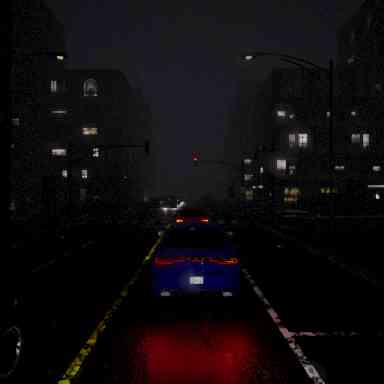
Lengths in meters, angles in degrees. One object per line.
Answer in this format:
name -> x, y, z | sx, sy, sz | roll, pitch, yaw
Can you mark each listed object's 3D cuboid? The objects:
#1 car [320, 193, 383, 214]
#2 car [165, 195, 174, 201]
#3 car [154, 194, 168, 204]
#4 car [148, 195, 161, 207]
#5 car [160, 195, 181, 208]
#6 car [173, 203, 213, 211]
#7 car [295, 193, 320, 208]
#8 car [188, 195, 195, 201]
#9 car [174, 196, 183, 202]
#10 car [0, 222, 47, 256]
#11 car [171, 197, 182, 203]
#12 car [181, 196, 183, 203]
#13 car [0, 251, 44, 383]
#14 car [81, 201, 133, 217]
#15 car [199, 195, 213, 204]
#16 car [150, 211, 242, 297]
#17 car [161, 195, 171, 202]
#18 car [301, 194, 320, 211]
car -> 14.651, 1.029, 29.805 | 5.009, 1.841, 2.192 | -1, 1, -1
car -> -5.814, 1.480, 85.934 | 1.967, 1.590, 4.097 | 0, 0, 0
car -> -5.782, 1.336, 63.203 | 2.192, 1.841, 5.009 | 0, 0, 0
car -> -5.765, 1.580, 51.838 | 1.947, 1.339, 4.313 | 0, 0, 0
car -> -3.151, 1.560, 49.210 | 2.033, 1.411, 5.357 | 0, 0, -1
car -> 0.072, 1.526, 17.952 | 1.812, 1.442, 4.674 | 0, 0, 1
car -> 14.505, 1.014, 38.183 | 5.009, 1.841, 2.192 | -1, 1, -1
car -> -0.129, 1.569, 89.974 | 2.128, 1.511, 4.902 | 0, 0, 0
car -> -3.114, 1.621, 78.539 | 1.895, 1.301, 4.718 | 0, 0, 0
car -> -5.755, 1.582, 9.815 | 1.802, 1.307, 4.206 | 0, 0, 0
car -> -3.109, 1.626, 68.201 | 1.895, 1.301, 4.718 | 0, 0, 0
car -> -3.163, 1.370, 58.692 | 2.097, 1.767, 4.553 | 0, 0, 0
car -> -3.104, 1.564, 2.584 | 1.994, 1.385, 4.181 | 0, 0, 0
car -> -8.435, 1.610, 33.083 | 5.008, 1.535, 1.882 | -1, 1, -14
car -> 2.607, 1.458, 57.535 | 1.967, 1.590, 4.097 | 0, 0, 0
car -> 0.090, 1.477, 8.612 | 1.882, 1.535, 5.008 | 0, 0, 0
car -> -5.798, 1.470, 74.569 | 1.967, 1.590, 4.097 | 0, 0, 0
car -> 14.732, 1.205, 35.614 | 4.892, 1.490, 1.837 | -1, 0, -1
